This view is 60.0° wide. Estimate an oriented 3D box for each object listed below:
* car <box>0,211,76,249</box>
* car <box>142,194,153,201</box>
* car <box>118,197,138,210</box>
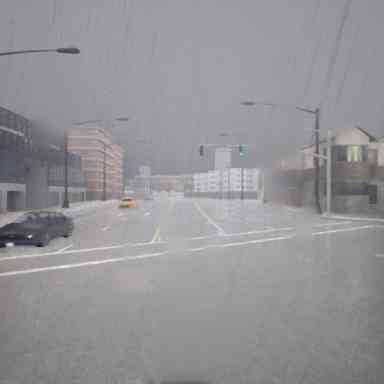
[{"bbox_3d":[-6.943,1.595,15.200,2.033,1.411,5.357,0,0,-2],"label":"car"},{"bbox_3d":[-8.713,1.134,65.216,1.895,1.301,4.718,0,0,-2],"label":"car"},{"bbox_3d":[-7.852,1.400,40.896,1.882,1.535,5.008,0,1,-2],"label":"car"}]
